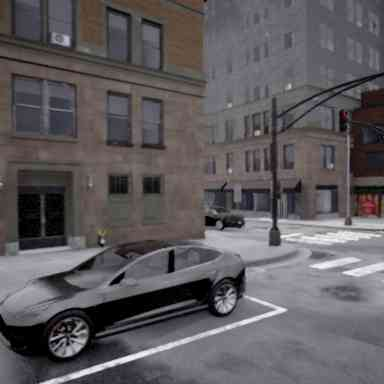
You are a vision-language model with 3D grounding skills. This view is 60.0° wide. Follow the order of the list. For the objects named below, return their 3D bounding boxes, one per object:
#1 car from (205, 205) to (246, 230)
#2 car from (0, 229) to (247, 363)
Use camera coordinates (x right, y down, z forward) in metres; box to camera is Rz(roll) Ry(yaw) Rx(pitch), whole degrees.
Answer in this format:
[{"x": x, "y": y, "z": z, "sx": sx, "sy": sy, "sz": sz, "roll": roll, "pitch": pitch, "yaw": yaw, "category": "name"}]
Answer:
[{"x": 1.486, "y": 1.677, "z": 22.808, "sx": 1.882, "sy": 1.535, "sz": 5.008, "roll": -1, "pitch": 0, "yaw": -37, "category": "car"}, {"x": -0.916, "y": 1.570, "z": 5.895, "sx": 4.313, "sy": 1.339, "sz": 1.947, "roll": 0, "pitch": -1, "yaw": -36, "category": "car"}]
